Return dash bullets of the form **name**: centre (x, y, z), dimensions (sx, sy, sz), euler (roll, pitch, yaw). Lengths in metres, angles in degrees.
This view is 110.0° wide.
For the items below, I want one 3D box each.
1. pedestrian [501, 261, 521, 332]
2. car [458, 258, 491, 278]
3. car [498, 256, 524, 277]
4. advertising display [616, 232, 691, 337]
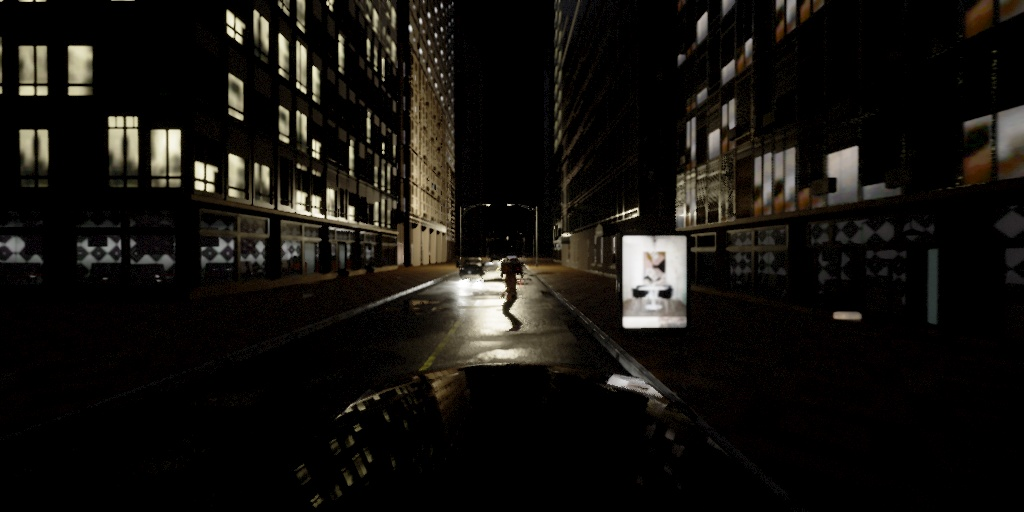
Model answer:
- **pedestrian**: centre (-0.039, 0.961, 8.931), dimensions (0.375, 1.860, 0.375), euler (0, 0, -5)
- **car**: centre (-3.169, 0.927, 29.223), dimensions (2.128, 1.511, 4.902), euler (0, 1, 0)
- **car**: centre (0.013, 0.947, 30.464), dimensions (1.812, 1.442, 4.674), euler (0, 1, 0)
- **advertising display**: centre (3.120, 0.704, 7.954), dimensions (1.540, 2.440, 0.280), euler (0, 0, 0)
